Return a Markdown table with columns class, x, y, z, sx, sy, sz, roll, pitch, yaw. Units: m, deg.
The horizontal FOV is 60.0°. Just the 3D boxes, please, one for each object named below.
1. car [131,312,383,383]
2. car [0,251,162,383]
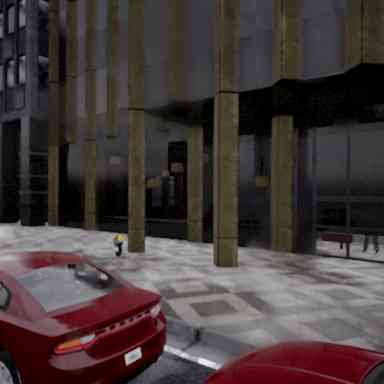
| class | x | y | z | sx | sy | sz | roll | pitch | yaw |
| --- | --- | --- | --- | --- | --- | --- | --- | --- | --- |
| car | 2.017 | 1.550 | 1.524 | 4.507 | 1.381 | 1.887 | 0 | 0 | 35 |
| car | -2.414 | 1.519 | 4.677 | 4.507 | 1.381 | 1.887 | 0 | 0 | 35 |
